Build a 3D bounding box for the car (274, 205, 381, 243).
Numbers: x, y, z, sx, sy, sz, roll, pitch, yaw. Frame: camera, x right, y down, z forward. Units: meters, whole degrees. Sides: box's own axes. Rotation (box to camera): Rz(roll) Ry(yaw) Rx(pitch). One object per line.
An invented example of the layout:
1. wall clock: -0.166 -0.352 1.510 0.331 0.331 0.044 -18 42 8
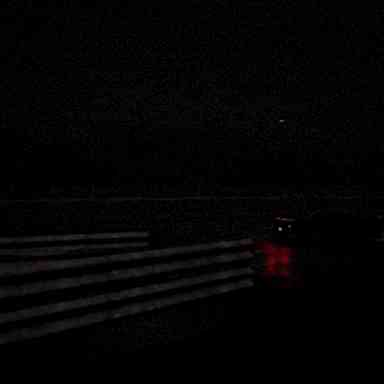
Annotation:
1. car: 6.104 1.362 14.956 4.902 1.511 2.128 0 0 -17
